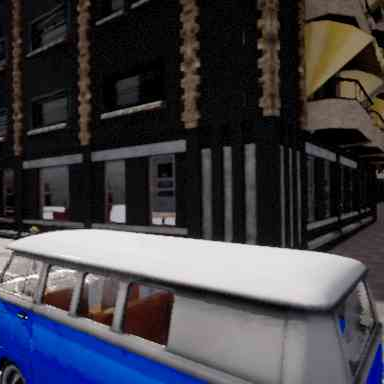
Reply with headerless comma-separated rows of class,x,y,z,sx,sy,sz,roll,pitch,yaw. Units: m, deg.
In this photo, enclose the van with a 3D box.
van,-0.384,1.340,3.169,3.998,1.788,1.690,0,-1,35
